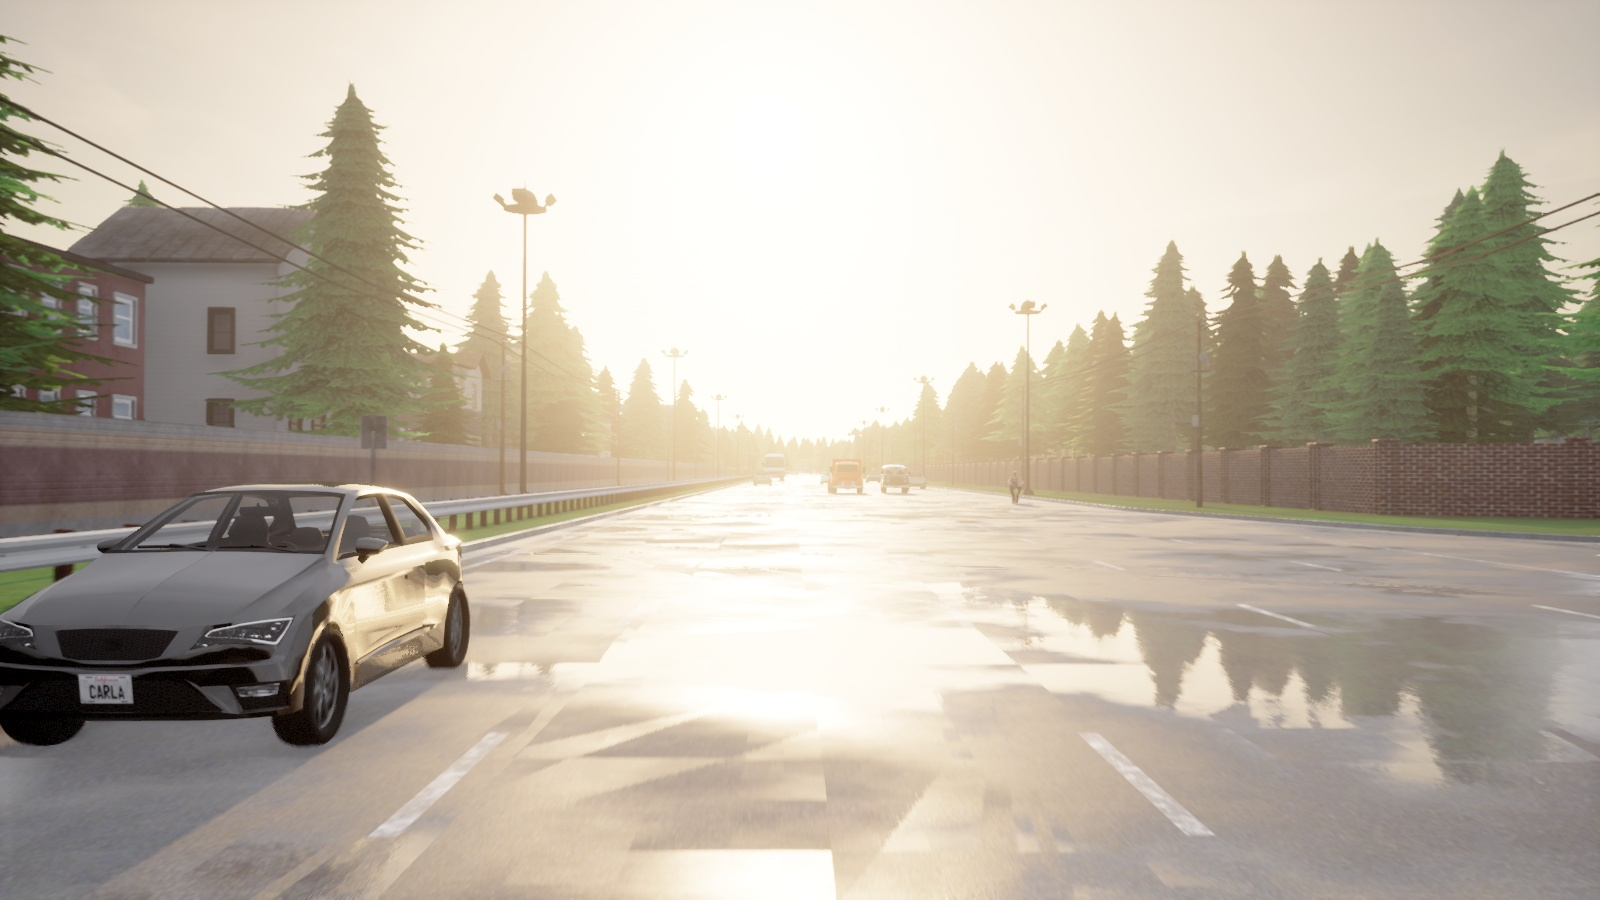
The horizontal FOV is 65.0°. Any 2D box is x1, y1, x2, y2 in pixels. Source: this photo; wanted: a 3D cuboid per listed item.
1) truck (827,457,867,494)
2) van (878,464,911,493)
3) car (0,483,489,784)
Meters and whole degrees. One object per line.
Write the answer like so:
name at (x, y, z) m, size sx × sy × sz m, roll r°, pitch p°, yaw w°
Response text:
truck at (3.279, 1.797, 88.887) m, size 2.627 × 2.467 × 5.204 m, roll 0°, pitch -1°, yaw 0°
van at (6.776, 2.018, 90.372) m, size 2.069 × 2.038 × 4.480 m, roll 0°, pitch -1°, yaw 0°
car at (-3.521, 0.983, 8.459) m, size 1.816 × 1.474 × 4.193 m, roll 0°, pitch -1°, yaw 0°
